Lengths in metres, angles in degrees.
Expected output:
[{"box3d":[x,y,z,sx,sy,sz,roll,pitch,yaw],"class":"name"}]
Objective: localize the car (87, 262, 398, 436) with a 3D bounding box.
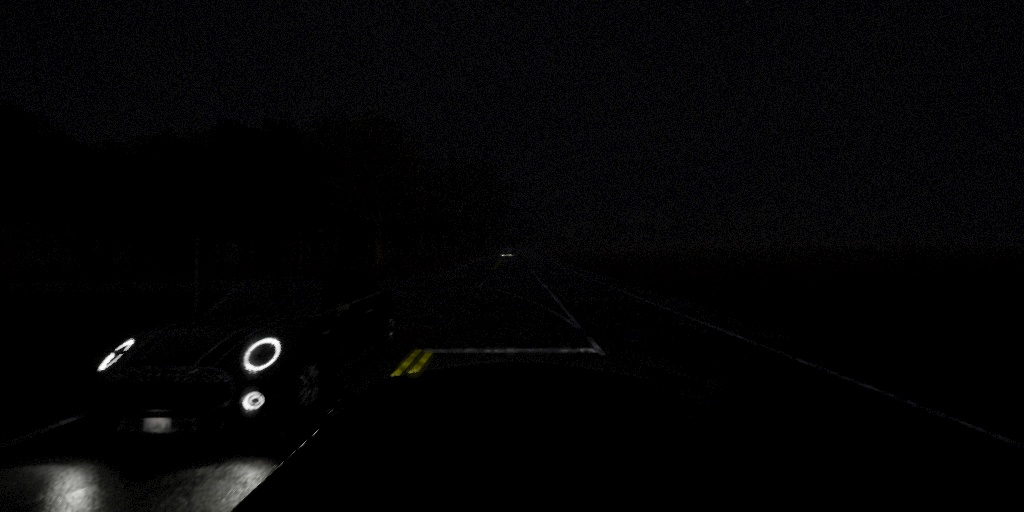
[{"box3d":[-3.495,1.030,5.767,2.097,1.767,4.553,0,1,0],"class":"car"}]
